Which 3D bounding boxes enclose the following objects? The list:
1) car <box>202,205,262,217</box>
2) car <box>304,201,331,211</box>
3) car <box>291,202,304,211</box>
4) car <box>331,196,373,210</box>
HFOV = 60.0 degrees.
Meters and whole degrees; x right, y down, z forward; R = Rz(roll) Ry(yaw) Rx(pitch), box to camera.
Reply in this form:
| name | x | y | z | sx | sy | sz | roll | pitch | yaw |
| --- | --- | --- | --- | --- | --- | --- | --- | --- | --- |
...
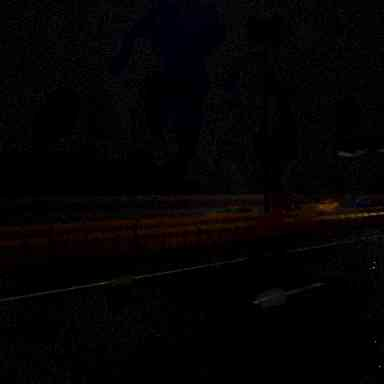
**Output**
| name | x | y | z | sx | sy | sz | roll | pitch | yaw |
| --- | --- | --- | --- | --- | --- | --- | --- | --- | --- |
| car | 2.905 | 1.741 | 23.688 | 5.008 | 1.535 | 1.882 | 0 | -1 | -37 |
| car | 17.241 | 1.874 | 43.106 | 5.008 | 1.535 | 1.882 | 0 | -1 | -36 |
| car | 16.015 | 2.066 | 46.535 | 4.718 | 1.301 | 1.895 | 0 | -1 | -37 |
| car | 19.940 | 1.562 | 40.743 | 5.566 | 2.045 | 2.150 | 0 | -1 | -36 |
